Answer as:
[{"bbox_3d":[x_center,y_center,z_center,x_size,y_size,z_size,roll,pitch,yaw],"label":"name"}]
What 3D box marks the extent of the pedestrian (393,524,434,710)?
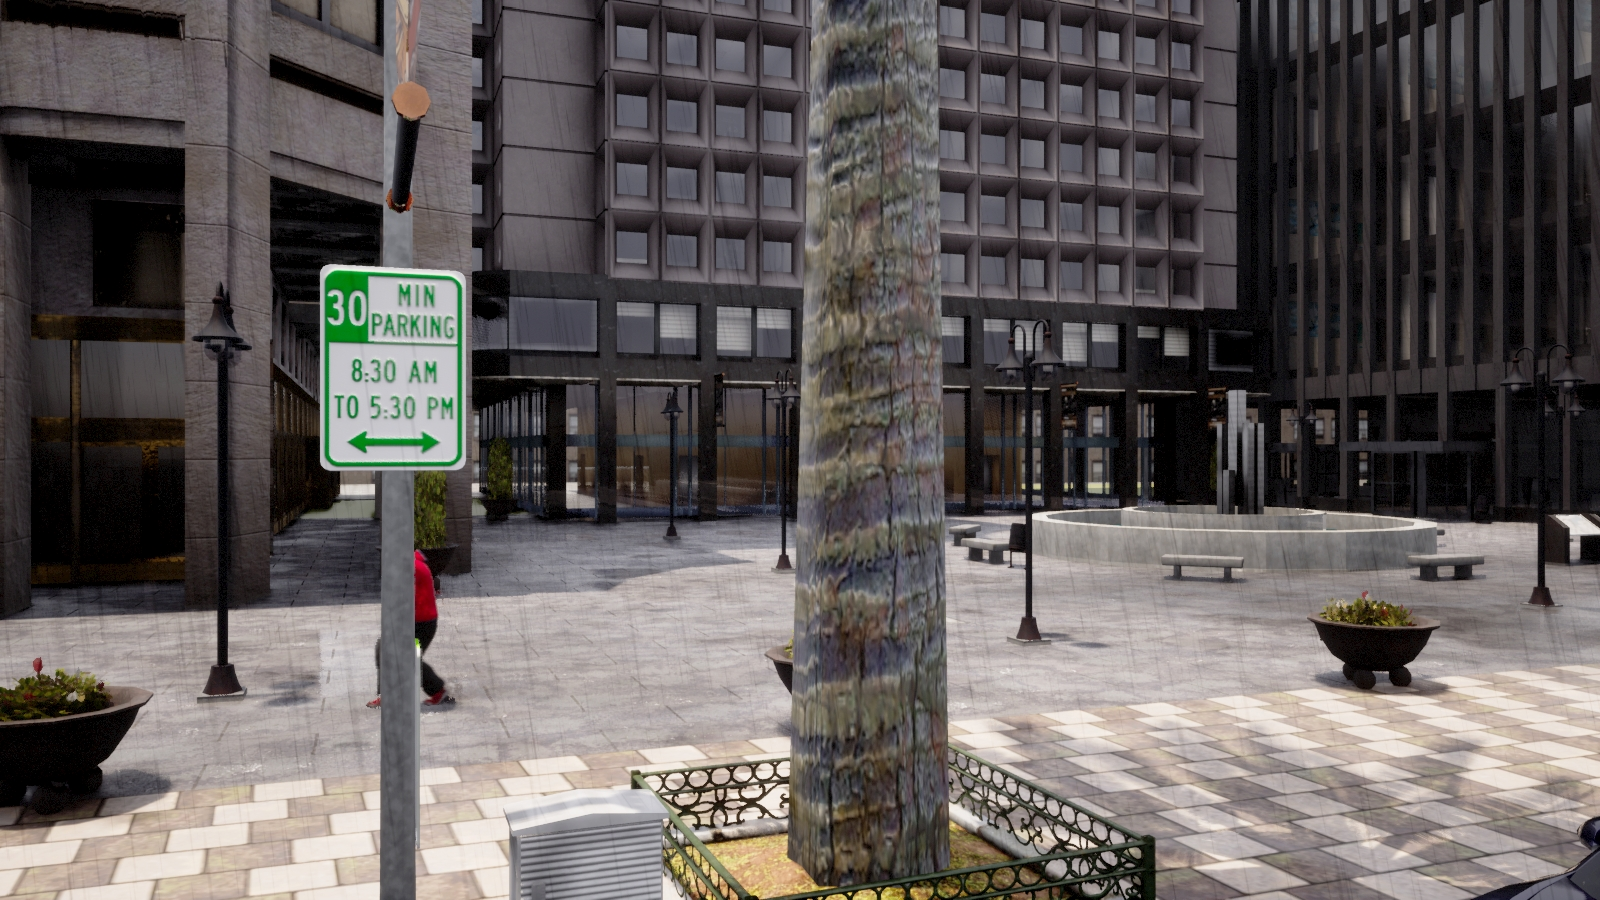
[{"bbox_3d":[-3.996,1.707,11.812,0.375,1.860,0.375,0,0,-23],"label":"pedestrian"}]
